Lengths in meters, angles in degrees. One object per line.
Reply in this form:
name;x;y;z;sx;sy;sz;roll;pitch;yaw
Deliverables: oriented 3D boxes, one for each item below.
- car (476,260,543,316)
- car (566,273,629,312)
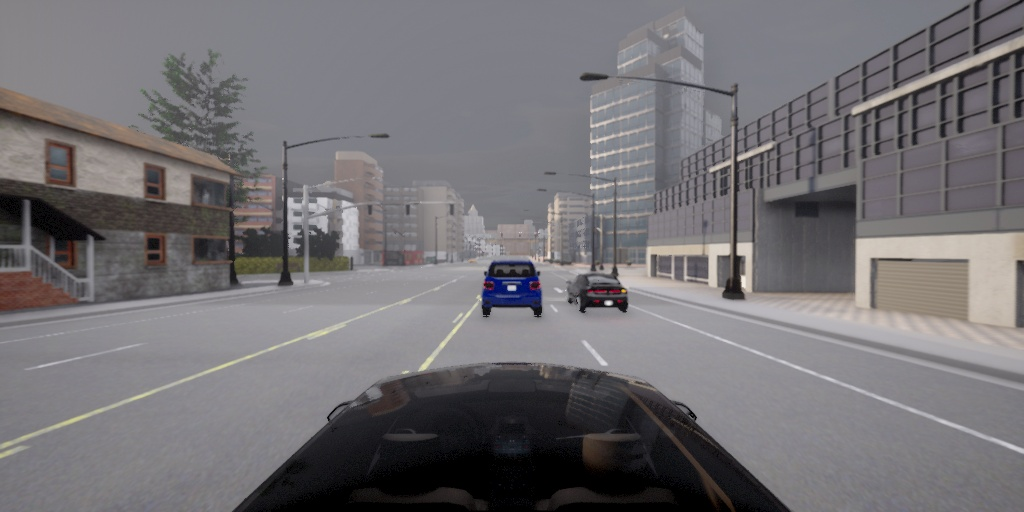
car;0.008;1.173;14.467;2.150;2.045;5.566;0;-1;0
car;3.517;1.469;15.395;1.837;1.490;4.892;0;0;0
